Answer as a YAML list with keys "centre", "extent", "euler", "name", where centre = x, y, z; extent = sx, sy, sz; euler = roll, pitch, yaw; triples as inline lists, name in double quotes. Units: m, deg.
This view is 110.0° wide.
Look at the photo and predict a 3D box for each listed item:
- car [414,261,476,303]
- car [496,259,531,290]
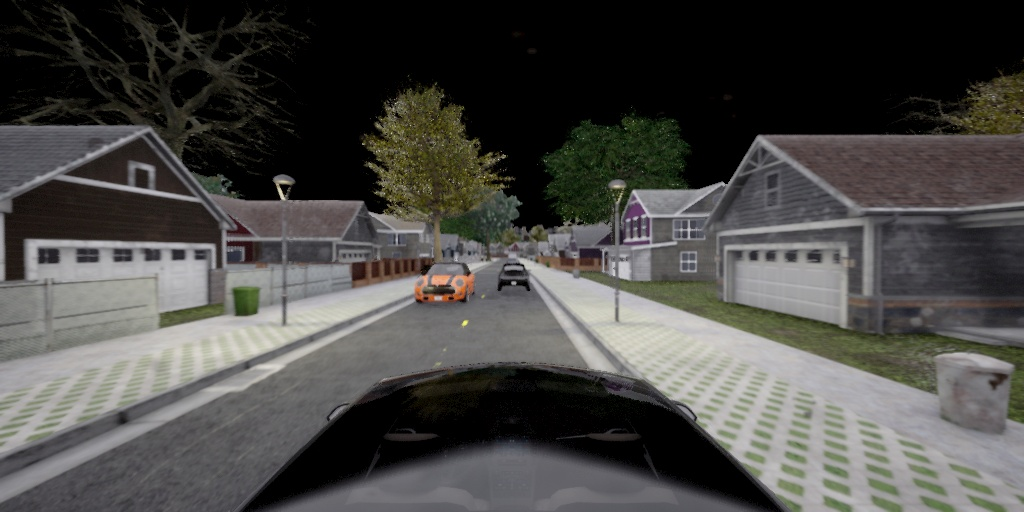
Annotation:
- centre: [-2.848, 1.046, 16.099]
  extent: [2.097, 1.767, 4.553]
  euler: [0, 0, 0]
  name: "car"
- centre: [0.104, 1.177, 21.674]
  extent: [1.837, 1.490, 4.892]
  euler: [0, 1, 0]
  name: "car"
